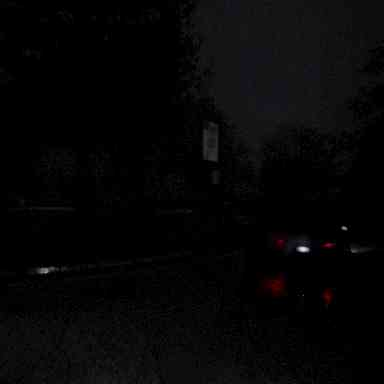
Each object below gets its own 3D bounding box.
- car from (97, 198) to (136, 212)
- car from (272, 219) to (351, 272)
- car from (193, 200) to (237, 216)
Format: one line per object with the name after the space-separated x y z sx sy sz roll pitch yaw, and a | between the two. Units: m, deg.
-8.210 1.386 37.479 4.902 1.511 2.128 1 0 4 | car
4.095 1.586 11.089 1.994 1.385 4.181 0 0 29 | car
2.179 1.480 32.908 1.882 1.535 5.008 0 0 -44 | car
